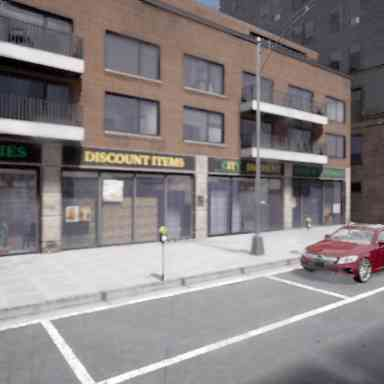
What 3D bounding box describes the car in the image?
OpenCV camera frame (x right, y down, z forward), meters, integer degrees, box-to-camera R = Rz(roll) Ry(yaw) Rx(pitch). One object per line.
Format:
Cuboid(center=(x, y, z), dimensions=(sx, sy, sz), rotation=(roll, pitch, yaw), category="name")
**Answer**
Cuboid(center=(4.977, 1.628, 9.736), dimensions=(4.206, 1.307, 1.802), rotation=(0, 0, -35), category="car")
